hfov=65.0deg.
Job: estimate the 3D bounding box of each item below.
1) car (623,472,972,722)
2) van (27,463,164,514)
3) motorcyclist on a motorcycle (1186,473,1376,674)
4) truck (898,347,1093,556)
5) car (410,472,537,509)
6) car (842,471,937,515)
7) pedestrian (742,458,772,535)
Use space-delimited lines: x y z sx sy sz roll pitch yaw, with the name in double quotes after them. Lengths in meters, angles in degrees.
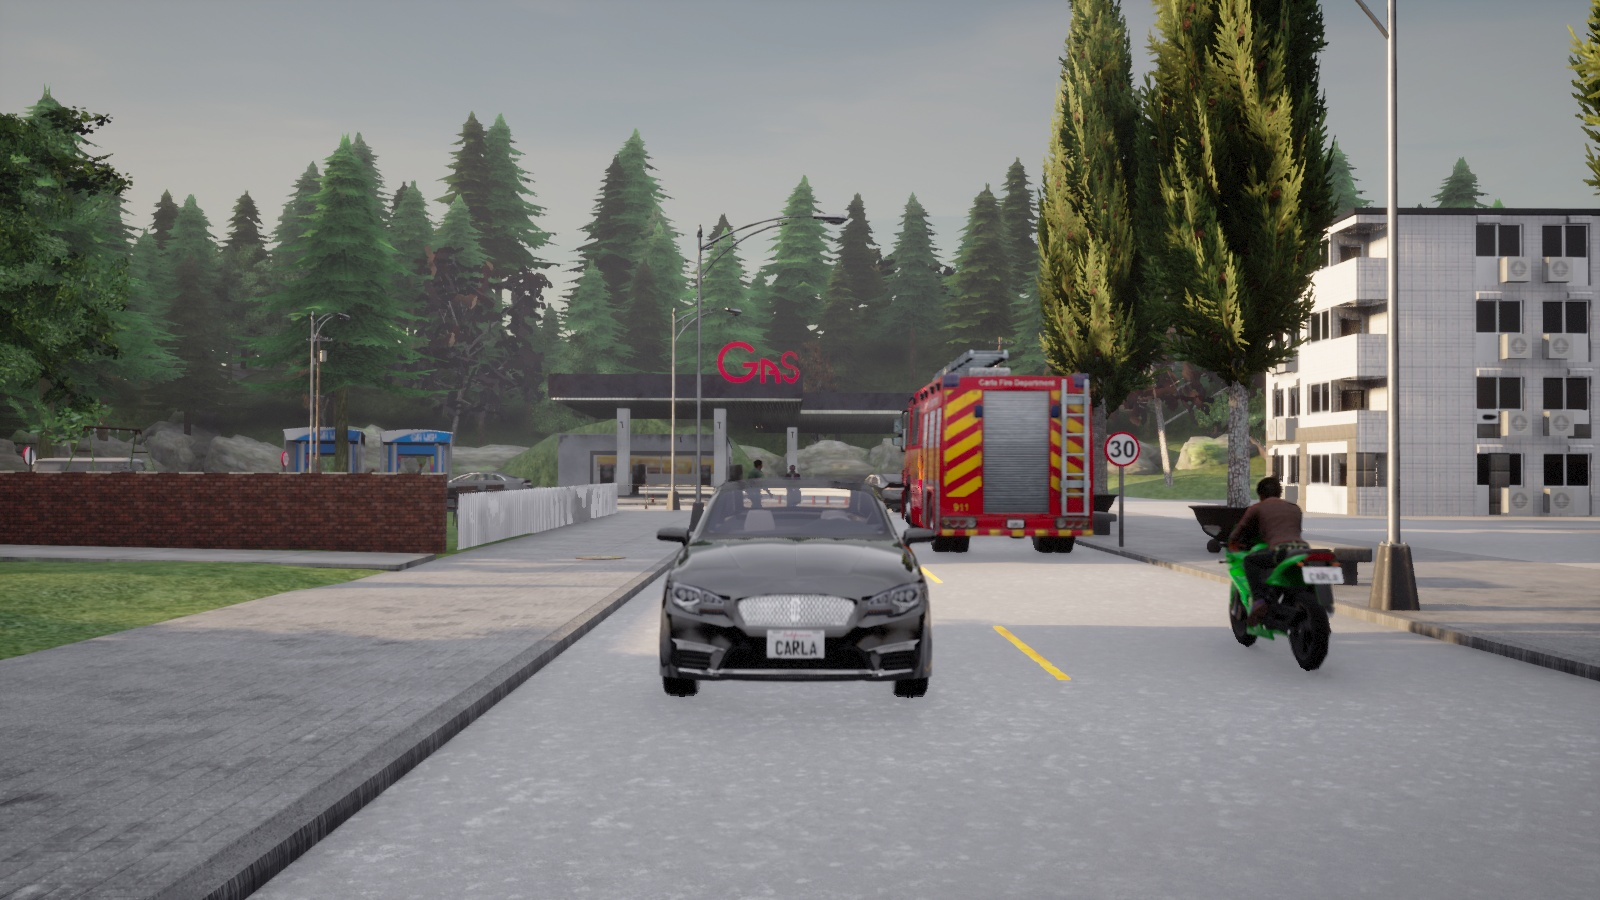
-0.023 0.941 10.135 2.128 1.511 4.902 0 -1 0 "car"
-28.082 1.520 50.126 4.442 1.987 1.775 0 -1 0 "van"
3.977 0.958 10.581 0.797 1.523 2.044 0 -1 0 "motorcyclist on a motorcycle"
3.936 0.092 27.357 2.891 3.827 8.468 0 -1 0 "truck"
-14.030 1.735 54.194 4.902 1.511 2.128 0 -1 0 "car"
3.166 1.526 45.719 2.128 1.511 4.902 0 -1 -13 "car"
-1.040 1.114 30.323 0.614 1.847 0.353 0 -1 -32 "pedestrian"
